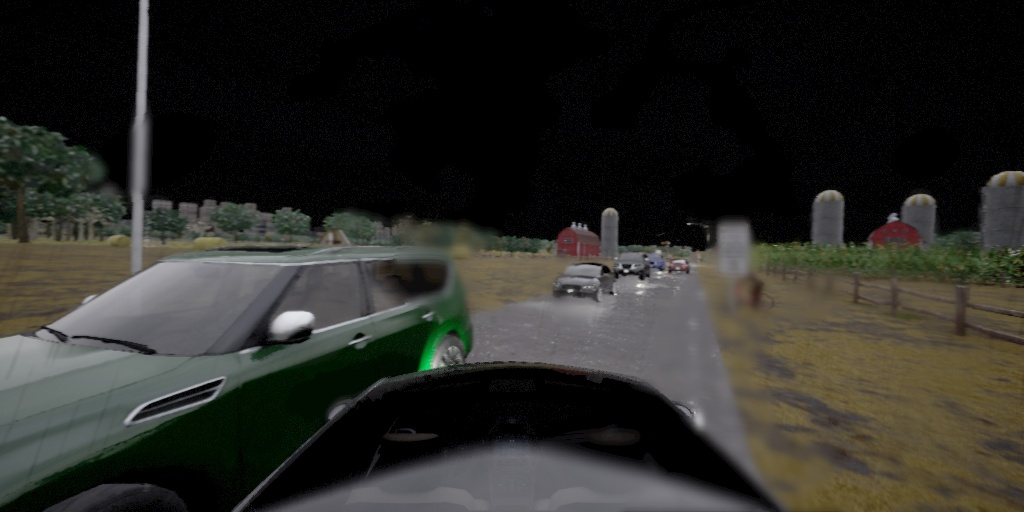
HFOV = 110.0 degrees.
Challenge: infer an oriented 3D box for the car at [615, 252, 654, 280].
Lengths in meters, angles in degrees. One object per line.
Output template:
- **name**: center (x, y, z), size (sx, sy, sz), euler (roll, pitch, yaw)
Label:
- **car**: center (9.383, 0.712, 27.866), size (2.150, 2.045, 5.566), euler (2, 1, 27)

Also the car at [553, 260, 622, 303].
- **car**: center (3.365, 1.082, 15.941), size (1.837, 1.490, 4.892), euler (2, 1, 27)

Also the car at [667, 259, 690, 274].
- **car**: center (17.213, 1.015, 36.910), size (1.812, 1.442, 4.674), euler (2, 1, 27)

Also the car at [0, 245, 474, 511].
- **car**: center (-2.253, 0.904, 3.487), size (2.150, 2.045, 5.566), euler (1, 1, 18)

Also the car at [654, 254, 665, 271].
- **car**: center (16.517, 0.734, 41.744), size (2.150, 2.045, 5.566), euler (2, 1, 27)

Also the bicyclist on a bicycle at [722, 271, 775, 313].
- **bicyclist on a bicycle**: center (8.608, 1.214, 13.058), size (1.656, 1.620, 0.582), euler (3, 2, 27)
